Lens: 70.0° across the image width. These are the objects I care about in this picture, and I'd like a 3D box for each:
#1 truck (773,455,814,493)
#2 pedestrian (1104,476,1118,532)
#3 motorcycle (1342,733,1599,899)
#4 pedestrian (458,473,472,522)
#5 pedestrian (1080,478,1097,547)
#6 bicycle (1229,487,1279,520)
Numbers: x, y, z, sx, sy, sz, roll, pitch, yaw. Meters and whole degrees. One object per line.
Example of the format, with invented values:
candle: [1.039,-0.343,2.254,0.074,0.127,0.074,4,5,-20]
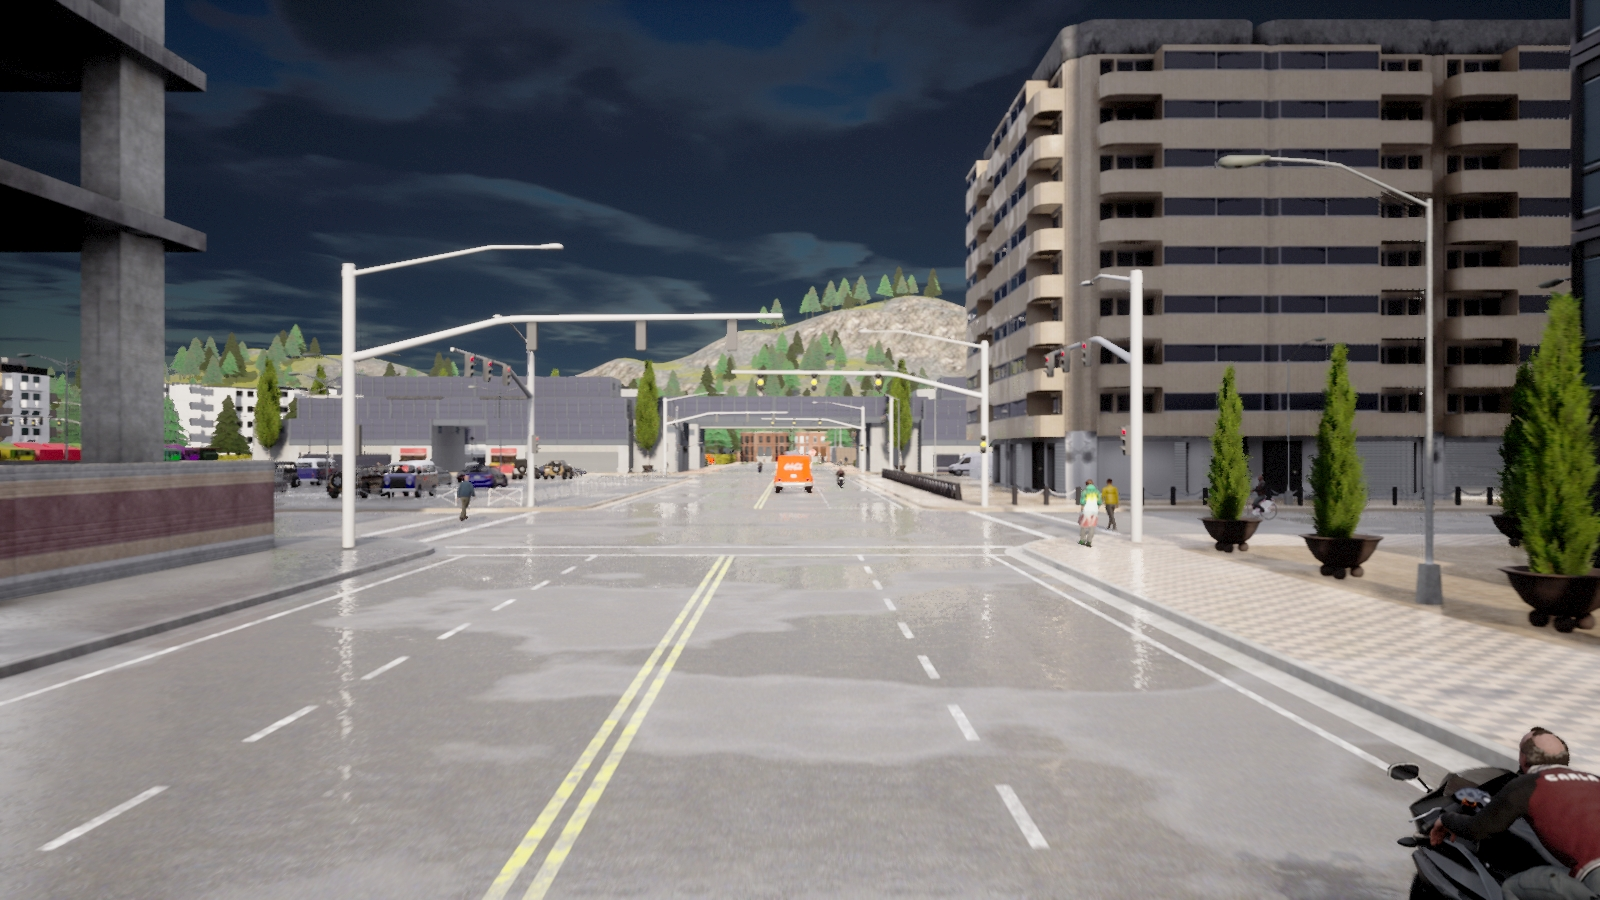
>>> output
truck: [-0.425,1.582,76.946,2.627,2.467,5.204,0,0,0]
pedestrian: [10.453,1.800,38.400,0.375,1.860,0.375,0,0,-5]
motorcycle: [3.463,2.206,5.273,0.867,1.251,2.209,0,0,0]
pedestrian: [-12.810,1.802,43.677,0.375,1.860,0.375,0,0,7]
pedestrian: [7.921,1.702,31.358,0.375,1.860,0.375,0,0,-3]
bicycle: [17.922,2.113,45.072,1.835,1.271,0.329,0,0,-1]
